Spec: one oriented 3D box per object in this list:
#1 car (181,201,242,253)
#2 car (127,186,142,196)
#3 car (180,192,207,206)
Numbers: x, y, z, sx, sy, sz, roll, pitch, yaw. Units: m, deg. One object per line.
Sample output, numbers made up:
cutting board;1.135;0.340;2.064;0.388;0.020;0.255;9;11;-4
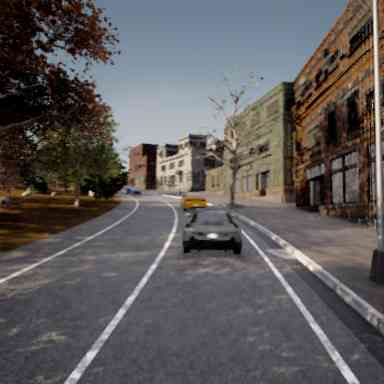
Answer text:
car;0.692;1.277;12.350;1.994;1.385;4.181;1;2;1
car;-9.865;-0.179;56.604;1.882;1.535;5.008;2;1;-19
car;0.090;0.762;28.403;1.882;1.535;5.008;1;2;-6
